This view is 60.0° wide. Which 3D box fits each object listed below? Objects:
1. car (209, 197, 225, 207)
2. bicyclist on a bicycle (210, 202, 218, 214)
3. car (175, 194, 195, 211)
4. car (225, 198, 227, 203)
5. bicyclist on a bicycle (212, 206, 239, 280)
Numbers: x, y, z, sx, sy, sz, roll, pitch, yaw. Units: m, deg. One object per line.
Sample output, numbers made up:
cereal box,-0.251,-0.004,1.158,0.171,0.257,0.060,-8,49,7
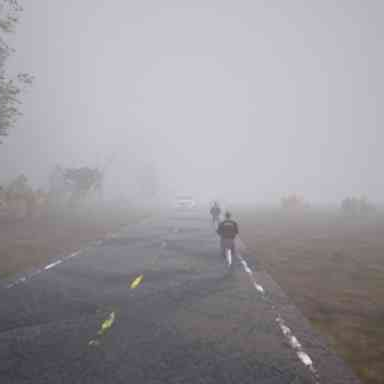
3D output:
car,3.985,1.741,55.989,1.994,1.385,4.181,0,0,8
bicyclist on a bicycle,1.303,1.425,18.371,0.659,1.776,1.843,0,0,3
car,-0.817,1.349,42.813,2.150,2.045,5.566,0,0,6
car,6.552,1.790,73.397,1.994,1.385,4.181,0,0,10
bicyclist on a bicycle,0.981,1.398,9.167,0.659,1.776,1.843,0,0,1
